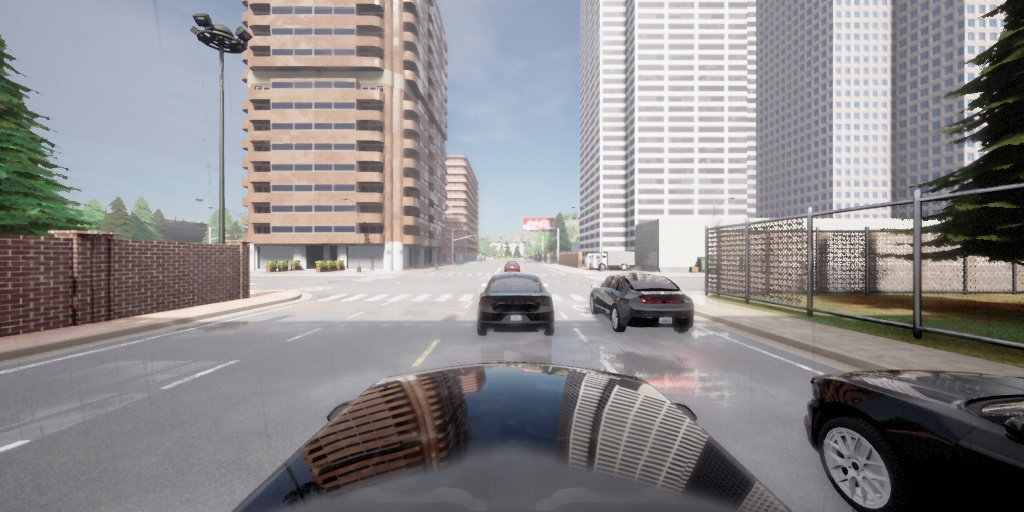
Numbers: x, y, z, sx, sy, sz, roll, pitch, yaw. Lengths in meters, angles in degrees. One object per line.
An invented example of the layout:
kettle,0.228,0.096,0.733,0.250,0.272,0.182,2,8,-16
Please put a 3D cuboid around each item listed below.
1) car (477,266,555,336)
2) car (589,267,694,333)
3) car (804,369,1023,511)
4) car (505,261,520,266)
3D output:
car,0.087,1.228,10.452,1.882,1.535,5.008,0,0,0
car,3.622,1.255,10.775,1.837,1.490,4.892,0,0,1
car,3.602,1.228,1.200,1.882,1.535,5.008,0,0,0
car,0.028,1.314,45.428,1.994,1.385,4.181,0,0,-1
